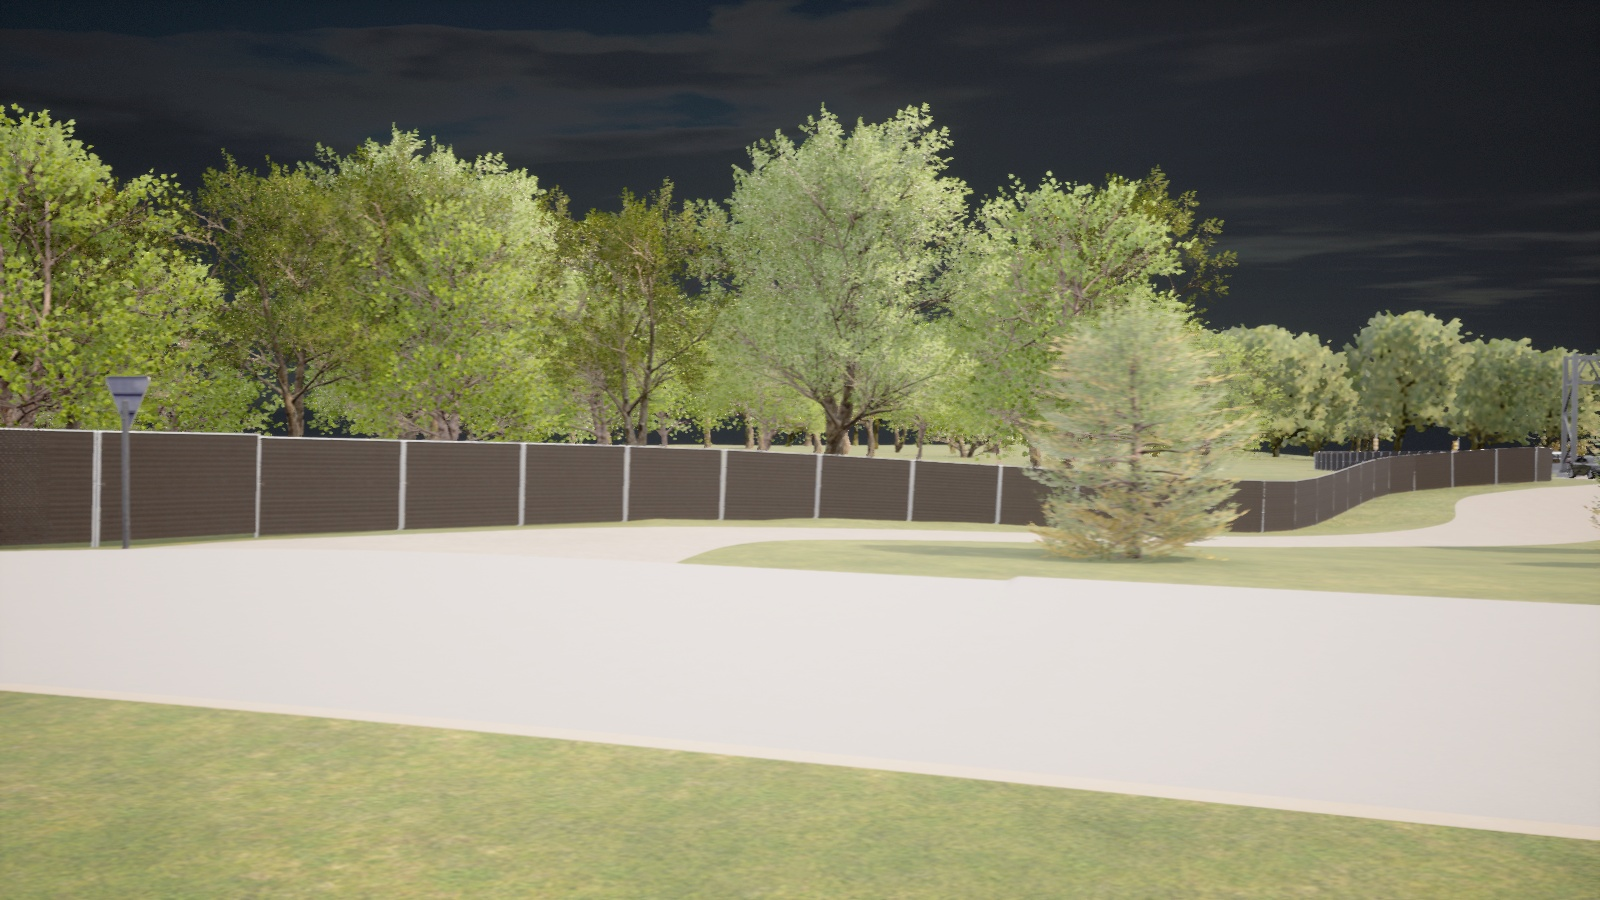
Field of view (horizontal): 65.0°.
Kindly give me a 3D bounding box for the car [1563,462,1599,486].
[{"bbox_3d":[51.919,1.558,82.012,1.837,1.490,4.892,1,0,10],"label":"car"}]
